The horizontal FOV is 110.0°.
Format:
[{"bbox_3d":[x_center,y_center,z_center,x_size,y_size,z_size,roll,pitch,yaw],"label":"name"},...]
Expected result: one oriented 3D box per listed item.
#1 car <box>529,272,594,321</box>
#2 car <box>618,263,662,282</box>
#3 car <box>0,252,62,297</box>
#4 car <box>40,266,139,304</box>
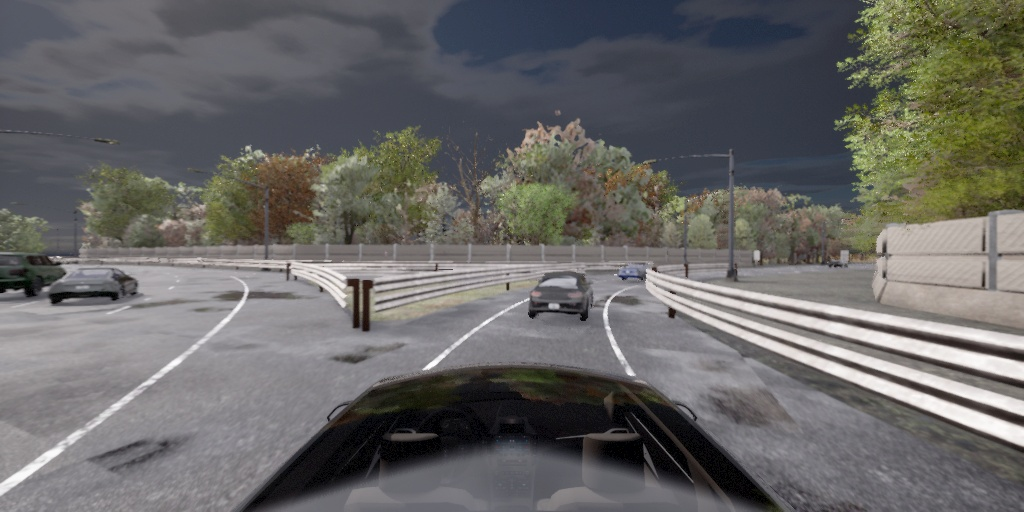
[{"bbox_3d":[1.814,1.267,12.517,1.812,1.442,4.674,0,0,15],"label":"car"},{"bbox_3d":[10.640,1.301,29.543,2.033,1.411,5.357,0,0,42],"label":"car"},{"bbox_3d":[-23.649,0.851,17.107,2.150,2.045,5.566,0,0,-38],"label":"car"},{"bbox_3d":[-18.396,1.217,15.969,1.994,1.385,4.181,0,0,-37],"label":"car"}]
